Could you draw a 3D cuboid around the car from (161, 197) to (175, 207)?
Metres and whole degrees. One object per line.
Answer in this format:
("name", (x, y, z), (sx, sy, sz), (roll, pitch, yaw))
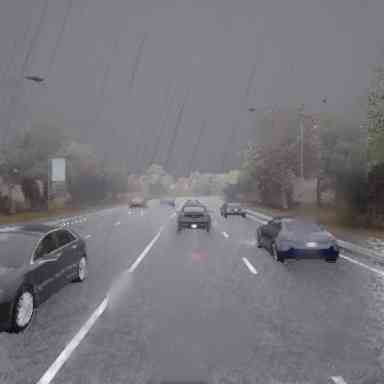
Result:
("car", (-3.554, 1.454, 49.644), (1.882, 1.535, 5.008), (0, 0, 0))

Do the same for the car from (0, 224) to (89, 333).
("car", (-3.598, 1.501, 6.850), (1.837, 1.490, 4.892), (0, 0, 0))

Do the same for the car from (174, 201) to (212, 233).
("car", (0.107, 1.495, 19.502), (1.837, 1.490, 4.892), (0, 0, 0))

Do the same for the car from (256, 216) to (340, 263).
("car", (3.602, 1.559, 12.037), (1.994, 1.385, 4.181), (0, 0, 0))

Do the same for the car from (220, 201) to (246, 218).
("car", (3.609, 1.533, 29.840), (2.033, 1.411, 5.357), (0, 0, 0))

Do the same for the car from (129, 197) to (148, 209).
("car", (-7.068, 1.456, 44.030), (1.882, 1.535, 5.008), (0, 0, 0))
